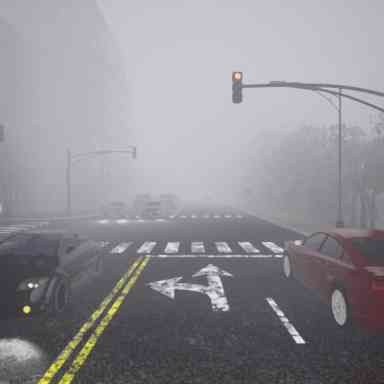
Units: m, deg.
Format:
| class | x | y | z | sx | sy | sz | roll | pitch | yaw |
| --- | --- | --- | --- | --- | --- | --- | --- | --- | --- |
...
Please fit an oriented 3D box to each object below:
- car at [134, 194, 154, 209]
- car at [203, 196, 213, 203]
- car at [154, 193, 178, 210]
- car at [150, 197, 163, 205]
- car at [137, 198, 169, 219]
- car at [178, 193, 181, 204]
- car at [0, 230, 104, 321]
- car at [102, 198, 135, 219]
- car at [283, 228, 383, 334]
| class | x | y | z | sx | sy | sz | roll | pitch | yaw |
| --- | --- | --- | --- | --- | --- | --- | --- | --- | --- |
| car | -6.601 | 1.230 | 45.341 | 2.150 | 2.045 | 5.566 | 0 | 0 | 0 |
| car | 3.324 | 1.551 | 70.281 | 1.812 | 1.442 | 4.674 | 0 | 0 | 0 |
| car | -3.356 | 1.231 | 44.500 | 2.150 | 2.045 | 5.566 | 0 | 0 | 0 |
| car | -6.563 | 1.620 | 62.182 | 1.895 | 1.301 | 4.718 | 0 | 0 | 0 |
| car | -3.357 | 1.523 | 29.306 | 1.837 | 1.490 | 4.892 | 0 | 0 | 0 |
| car | -3.313 | 1.244 | 63.747 | 2.150 | 2.045 | 5.566 | 0 | 0 | 0 |
| car | -3.354 | 1.563 | 7.295 | 1.994 | 1.385 | 4.181 | 0 | 0 | 0 |
| car | -6.604 | 1.546 | 29.660 | 1.812 | 1.442 | 4.674 | 0 | 0 | 0 |
| car | 3.349 | 1.477 | 6.908 | 1.882 | 1.535 | 5.008 | 0 | 0 | 0 |
